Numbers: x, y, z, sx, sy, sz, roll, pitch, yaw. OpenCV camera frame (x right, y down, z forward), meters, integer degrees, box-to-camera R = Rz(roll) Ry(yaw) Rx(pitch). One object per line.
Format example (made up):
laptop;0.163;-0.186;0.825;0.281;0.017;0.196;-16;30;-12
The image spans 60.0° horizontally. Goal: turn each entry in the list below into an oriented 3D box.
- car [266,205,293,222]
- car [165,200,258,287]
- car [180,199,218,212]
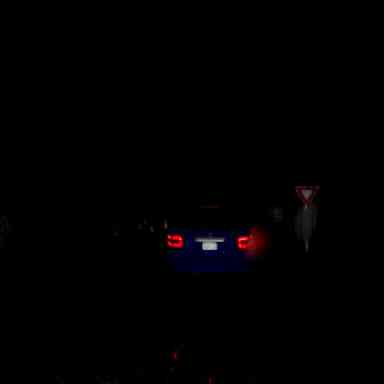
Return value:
car;7.616;1.771;28.787;1.994;1.385;4.181;0;0;20
car;0.652;1.288;9.731;2.150;2.045;5.566;0;-1;6
car;0.897;1.802;45.233;5.008;1.535;1.882;0;-1;34
